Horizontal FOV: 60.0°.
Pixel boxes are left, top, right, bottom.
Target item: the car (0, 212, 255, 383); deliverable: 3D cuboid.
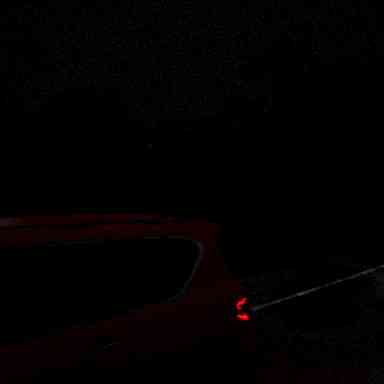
[{"bbox_3d":[-2.004,1.227,2.340,5.566,2.045,2.150,1,-1,-36],"label":"car"}]
